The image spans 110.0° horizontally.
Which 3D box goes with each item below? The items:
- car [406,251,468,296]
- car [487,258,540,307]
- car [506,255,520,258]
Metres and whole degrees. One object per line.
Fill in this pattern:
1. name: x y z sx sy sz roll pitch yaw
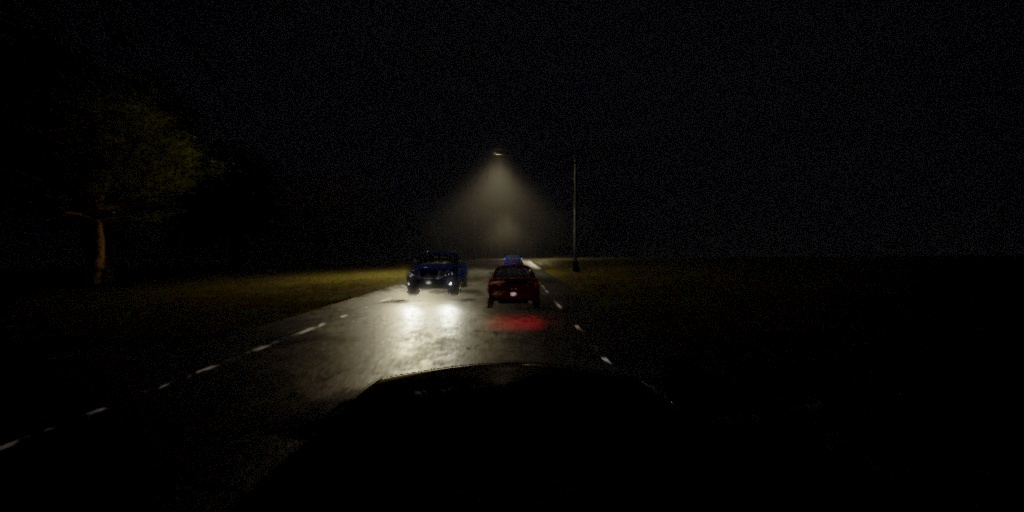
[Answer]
1. car: -3.548 0.742 18.047 2.150 2.045 5.566 0 1 0
2. car: 0.063 1.056 14.432 1.882 1.535 5.008 0 1 0
3. car: 0.089 0.642 38.718 1.882 1.535 5.008 0 1 0
